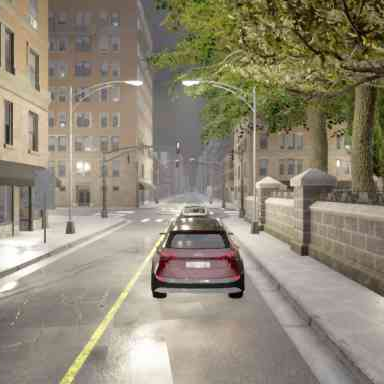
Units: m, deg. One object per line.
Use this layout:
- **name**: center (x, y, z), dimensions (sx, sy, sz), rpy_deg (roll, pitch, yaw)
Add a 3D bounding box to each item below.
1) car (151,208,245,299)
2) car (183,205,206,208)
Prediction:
- **car**: center (0.120, 1.430, 8.492), dimensions (2.033, 1.649, 4.856), rpy_deg (0, 0, 0)
- **car**: center (0.141, 1.503, 18.339), dimensions (1.837, 1.490, 4.892), rpy_deg (0, 0, 0)
